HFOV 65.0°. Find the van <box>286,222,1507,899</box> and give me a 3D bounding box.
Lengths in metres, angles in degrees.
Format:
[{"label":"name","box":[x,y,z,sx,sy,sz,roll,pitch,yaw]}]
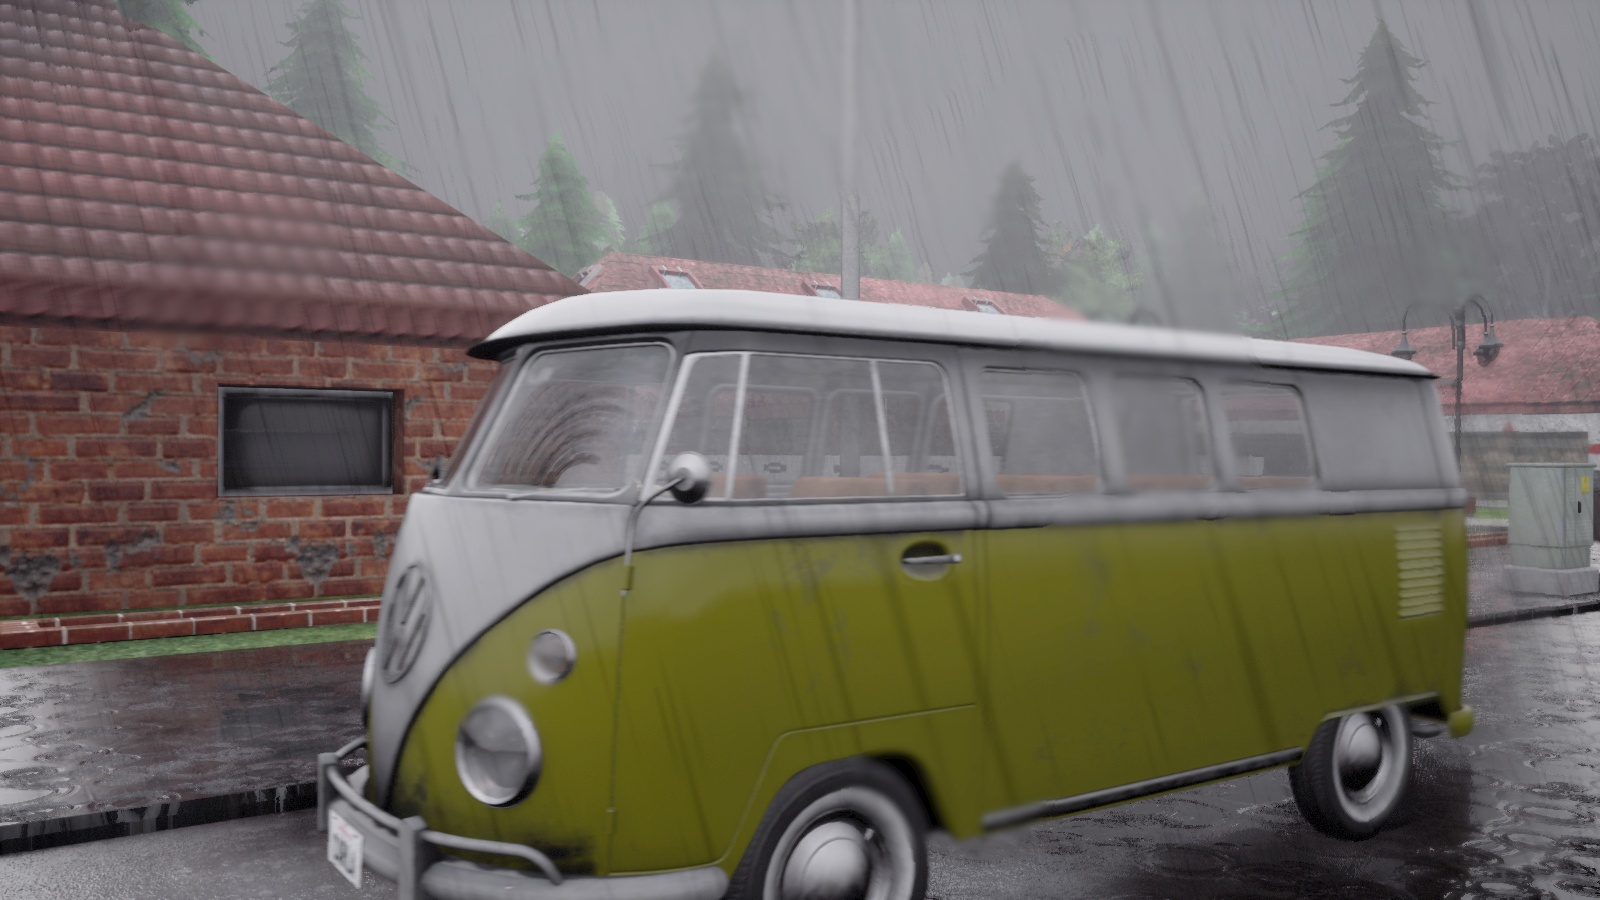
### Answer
[{"label":"van","box":[0.627,0.509,4.709,4.442,1.987,1.775,0,0,-35]}]
